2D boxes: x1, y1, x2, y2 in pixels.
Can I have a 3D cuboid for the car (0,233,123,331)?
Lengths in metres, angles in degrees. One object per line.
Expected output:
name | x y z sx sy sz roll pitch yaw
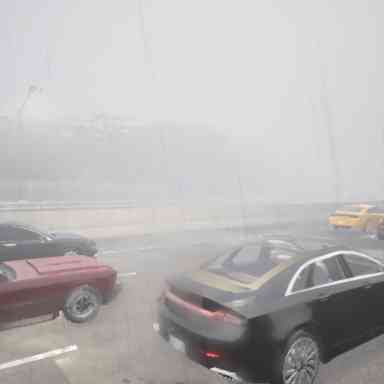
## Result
car | -3.610 1.600 5.470 4.718 1.301 1.895 0 0 -36

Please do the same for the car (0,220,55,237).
car | -4.973 1.504 8.795 4.892 1.490 1.837 0 0 -35

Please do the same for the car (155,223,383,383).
car | 1.804 1.494 5.153 4.902 1.511 2.128 0 0 -35

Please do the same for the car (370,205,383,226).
car | 10.709 1.363 15.641 4.553 1.767 2.097 0 0 -35

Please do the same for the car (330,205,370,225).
car | 10.143 1.489 19.529 5.008 1.535 1.882 0 0 -35
